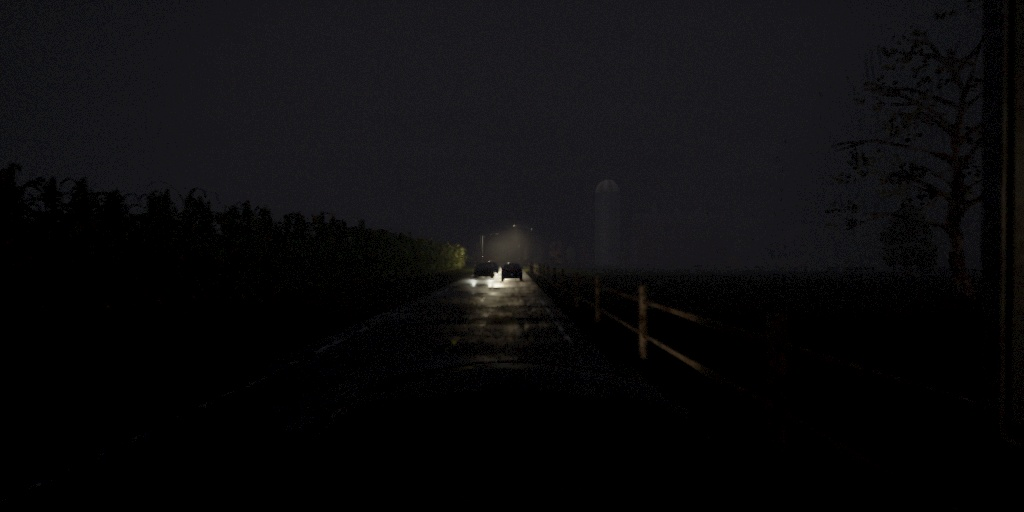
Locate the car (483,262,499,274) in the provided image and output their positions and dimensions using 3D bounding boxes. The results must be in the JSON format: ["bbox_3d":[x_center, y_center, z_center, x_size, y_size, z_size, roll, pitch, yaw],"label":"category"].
[{"bbox_3d":[-2.773,1.533,48.266,1.882,1.535,5.008,0,0,0],"label":"car"}]

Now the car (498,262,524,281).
[{"bbox_3d":[0.010,1.400,32.515,1.882,1.535,5.008,0,0,1],"label":"car"}]

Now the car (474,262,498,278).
[{"bbox_3d":[-2.753,1.424,36.464,1.882,1.535,5.008,0,0,0],"label":"car"}]
